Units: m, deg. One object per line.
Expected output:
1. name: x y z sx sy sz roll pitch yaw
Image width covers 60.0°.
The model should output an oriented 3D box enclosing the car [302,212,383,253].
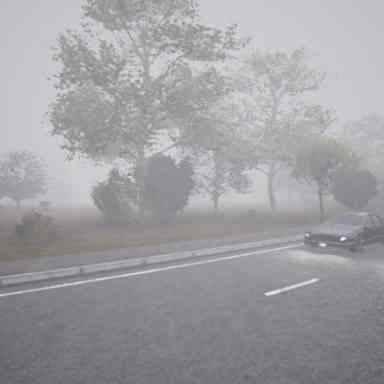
1. car: 6.863 1.578 14.147 5.357 1.411 2.033 0 0 -41
